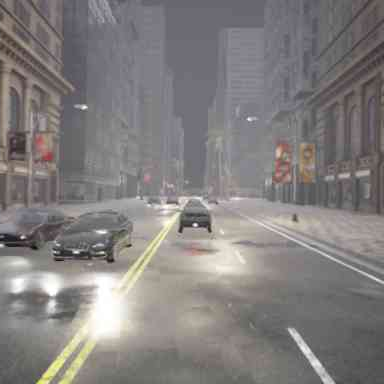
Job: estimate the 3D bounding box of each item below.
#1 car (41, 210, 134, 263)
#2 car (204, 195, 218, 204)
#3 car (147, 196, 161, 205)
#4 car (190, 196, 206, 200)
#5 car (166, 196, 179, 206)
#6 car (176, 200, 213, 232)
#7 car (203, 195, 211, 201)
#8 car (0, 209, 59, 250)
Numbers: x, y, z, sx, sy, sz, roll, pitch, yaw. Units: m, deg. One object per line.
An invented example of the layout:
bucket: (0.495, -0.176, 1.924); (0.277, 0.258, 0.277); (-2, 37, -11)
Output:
car: (-3.287, 1.458, 11.912); (1.837, 1.490, 4.892); (1, 0, 0)
car: (3.624, 1.485, 59.859); (2.033, 1.411, 5.357); (1, 0, 0)
car: (-6.275, 1.346, 55.575); (2.033, 1.411, 5.357); (1, 0, 1)
car: (0.285, 1.518, 40.256); (1.994, 1.385, 4.181); (1, 0, 0)
car: (-3.058, 1.334, 52.946); (1.882, 1.535, 5.008); (1, 0, 1)
car: (0.197, 1.505, 20.183); (1.837, 1.490, 4.892); (1, 0, 0)
car: (3.625, 1.401, 82.459); (1.837, 1.490, 4.892); (1, 0, 0)
car: (-6.528, 1.450, 14.045); (2.033, 1.411, 5.357); (1, 0, 0)
